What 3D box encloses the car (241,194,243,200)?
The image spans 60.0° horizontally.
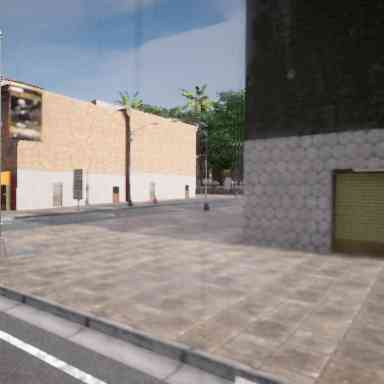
[{"bbox_3d":[8.708,0.359,46.966,1.837,1.490,4.892,1,2,36],"label":"car"}]
